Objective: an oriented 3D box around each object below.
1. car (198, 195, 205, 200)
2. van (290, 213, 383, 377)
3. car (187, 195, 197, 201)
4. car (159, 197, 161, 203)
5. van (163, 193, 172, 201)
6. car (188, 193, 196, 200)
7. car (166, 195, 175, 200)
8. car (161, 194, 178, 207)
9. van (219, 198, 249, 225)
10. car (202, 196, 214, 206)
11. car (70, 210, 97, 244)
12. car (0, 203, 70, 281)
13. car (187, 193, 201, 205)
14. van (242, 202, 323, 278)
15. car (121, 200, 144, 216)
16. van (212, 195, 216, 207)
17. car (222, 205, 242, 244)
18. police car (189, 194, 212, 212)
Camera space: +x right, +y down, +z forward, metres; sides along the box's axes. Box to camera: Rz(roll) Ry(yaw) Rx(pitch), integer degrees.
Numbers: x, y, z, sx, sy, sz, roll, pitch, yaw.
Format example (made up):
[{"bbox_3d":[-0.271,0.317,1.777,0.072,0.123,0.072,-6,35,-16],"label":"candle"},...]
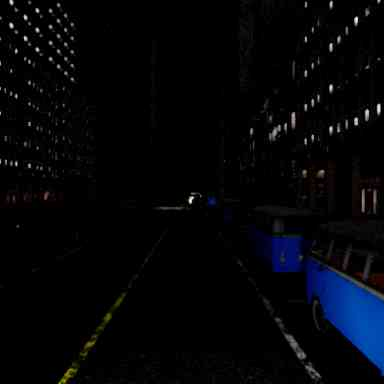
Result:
[{"bbox_3d":[2.685,1.446,94.785,2.008,1.369,4.403,0,0,0],"label":"car"},{"bbox_3d":[2.693,1.335,4.099,1.690,1.788,3.998,0,0,0],"label":"van"},{"bbox_3d":[-0.003,1.341,73.531,1.994,1.385,4.181,0,0,0],"label":"car"},{"bbox_3d":[-5.694,1.448,66.276,1.752,1.417,4.829,0,0,0],"label":"car"},{"bbox_3d":[-5.695,1.253,77.782,1.690,1.788,3.998,0,0,0],"label":"van"},{"bbox_3d":[-0.004,1.129,88.500,2.097,1.767,4.553,0,0,0],"label":"car"},{"bbox_3d":[-5.695,1.451,89.118,2.008,1.369,4.403,0,0,0],"label":"car"},{"bbox_3d":[-3.083,1.417,50.111,1.882,1.535,5.008,0,0,0],"label":"car"},{"bbox_3d":[2.688,1.314,21.101,1.690,1.788,3.998,0,0,0],"label":"van"},{"bbox_3d":[2.686,1.460,55.279,1.752,1.417,4.829,0,0,0],"label":"car"},{"bbox_3d":[-5.692,1.531,15.435,2.008,1.369,4.403,0,0,0],"label":"car"},{"bbox_3d":[-5.692,1.302,9.766,2.192,1.841,5.009,0,0,0],"label":"car"},{"bbox_3d":[0.658,1.159,53.283,2.150,2.045,5.566,0,0,4],"label":"car"},{"bbox_3d":[2.688,1.328,9.766,1.690,1.788,3.998,0,0,0],"label":"van"},{"bbox_3d":[-5.693,1.484,32.269,1.752,1.417,4.829,0,0,0],"label":"car"},{"bbox_3d":[2.686,1.281,49.441,1.690,1.788,3.998,0,0,0],"label":"van"},{"bbox_3d":[2.689,1.524,15.434,1.887,1.381,4.507,0,0,0],"label":"car"},{"bbox_3d":[0.899,1.379,37.284,1.930,1.638,5.238,0,0,0],"label":"police car"}]
